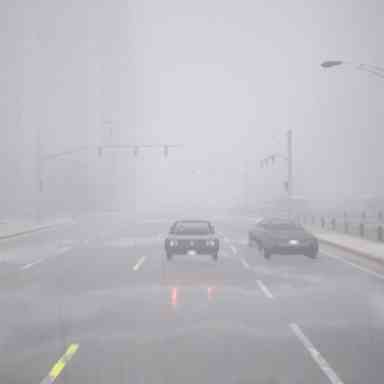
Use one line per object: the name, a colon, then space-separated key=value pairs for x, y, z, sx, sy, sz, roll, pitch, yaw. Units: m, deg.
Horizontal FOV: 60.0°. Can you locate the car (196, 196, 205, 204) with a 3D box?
car: x=2.284 y=2.174 z=86.471 sx=2.150 sy=2.045 sz=5.566 roll=0 pitch=-1 yaw=-1

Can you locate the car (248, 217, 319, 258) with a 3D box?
car: x=3.504 y=1.715 z=13.444 sx=1.994 sy=1.385 sz=4.181 roll=0 pitch=-1 yaw=0

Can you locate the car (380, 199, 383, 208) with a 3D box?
car: x=39.417 y=2.166 z=64.383 sx=3.806 sy=1.475 sz=1.970 roll=0 pitch=-1 yaw=0

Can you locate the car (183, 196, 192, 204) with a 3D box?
car: x=-1.216 y=2.174 z=86.427 sx=2.150 sy=2.045 sz=5.566 roll=0 pitch=-1 yaw=-1

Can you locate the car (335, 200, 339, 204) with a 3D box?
car: x=39.282 y=2.354 z=84.176 sx=3.905 sy=1.438 sz=1.784 roll=0 pitch=-1 yaw=0

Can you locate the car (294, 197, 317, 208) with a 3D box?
car: x=24.283 y=2.229 z=70.068 sx=3.806 sy=1.475 sz=1.970 roll=0 pitch=-1 yaw=0

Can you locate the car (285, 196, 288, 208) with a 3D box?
car: x=24.203 y=2.048 z=75.649 sx=4.605 sy=1.855 sz=1.932 roll=0 pitch=-1 yaw=0

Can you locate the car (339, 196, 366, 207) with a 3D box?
car: x=39.234 y=2.111 z=81.282 sx=4.605 sy=1.855 sz=1.932 roll=0 pitch=-1 yaw=0

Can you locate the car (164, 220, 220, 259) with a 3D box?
car: x=0.005 y=1.749 z=13.229 sx=1.895 sy=1.301 sz=4.718 roll=0 pitch=-1 yaw=0

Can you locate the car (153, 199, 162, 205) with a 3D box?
car: x=-8.132 y=2.384 z=79.676 sx=1.837 sy=1.490 sz=4.892 roll=0 pitch=-1 yaw=-1

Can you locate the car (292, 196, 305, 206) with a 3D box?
car: x=24.268 y=2.229 z=72.963 sx=3.905 sy=1.438 sz=1.784 roll=0 pitch=-1 yaw=0
